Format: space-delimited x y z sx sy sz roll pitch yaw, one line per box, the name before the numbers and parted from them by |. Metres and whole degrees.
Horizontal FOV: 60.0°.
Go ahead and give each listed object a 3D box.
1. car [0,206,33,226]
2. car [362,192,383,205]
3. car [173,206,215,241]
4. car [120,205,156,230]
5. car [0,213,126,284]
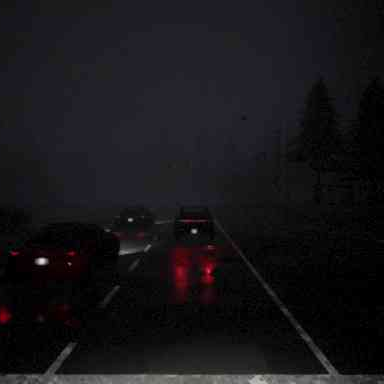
car | -10.560 1.492 17.870 2.033 1.411 5.357 0 0 0
car | 21.801 1.055 36.775 5.566 2.045 2.150 0 0 0
car | 0.097 1.440 16.471 2.128 1.511 4.902 0 0 0
car | -3.408 1.501 20.414 1.994 1.385 4.181 0 0 0
car | -3.401 1.534 9.532 1.994 1.385 4.181 0 0 0
